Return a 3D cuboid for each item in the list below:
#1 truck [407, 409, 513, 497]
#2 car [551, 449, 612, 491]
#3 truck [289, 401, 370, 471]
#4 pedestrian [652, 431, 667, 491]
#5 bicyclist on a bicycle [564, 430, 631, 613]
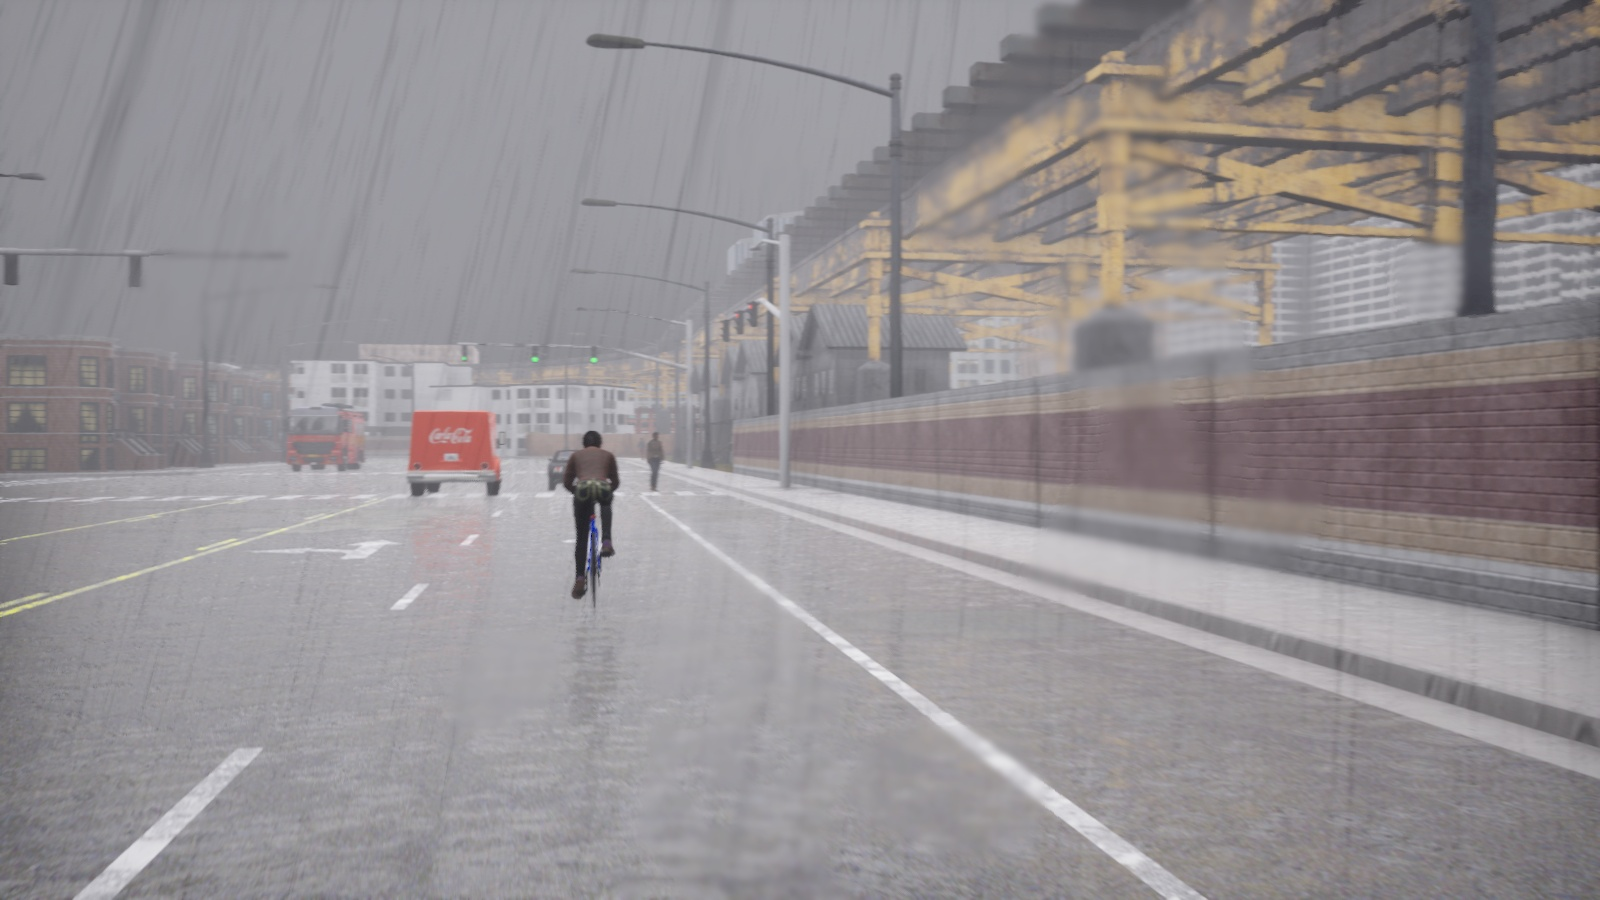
[{"bbox_3d":[-10.100,0.063,37.716,2.627,2.467,5.204,0,0,-10],"label":"truck"},{"bbox_3d":[-7.264,0.625,41.737,1.895,1.301,4.718,0,0,-10],"label":"car"},{"bbox_3d":[-26.969,-0.785,72.365,2.891,3.827,8.468,0,0,-10],"label":"truck"},{"bbox_3d":[-4.234,0.327,37.839,0.328,1.805,0.869,0,0,-15],"label":"pedestrian"},{"bbox_3d":[-1.949,0.635,12.020,0.582,1.620,1.656,0,0,-10],"label":"bicyclist on a bicycle"}]
